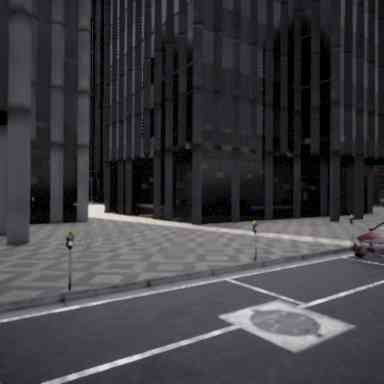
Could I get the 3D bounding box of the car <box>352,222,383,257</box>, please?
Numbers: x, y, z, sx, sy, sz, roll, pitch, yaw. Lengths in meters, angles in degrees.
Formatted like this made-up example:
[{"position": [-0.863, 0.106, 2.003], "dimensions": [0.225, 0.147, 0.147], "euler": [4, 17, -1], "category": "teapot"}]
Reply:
[{"position": [7.620, 1.706, 12.205], "dimensions": [4.206, 1.307, 1.802], "euler": [1, 0, -36], "category": "car"}]
